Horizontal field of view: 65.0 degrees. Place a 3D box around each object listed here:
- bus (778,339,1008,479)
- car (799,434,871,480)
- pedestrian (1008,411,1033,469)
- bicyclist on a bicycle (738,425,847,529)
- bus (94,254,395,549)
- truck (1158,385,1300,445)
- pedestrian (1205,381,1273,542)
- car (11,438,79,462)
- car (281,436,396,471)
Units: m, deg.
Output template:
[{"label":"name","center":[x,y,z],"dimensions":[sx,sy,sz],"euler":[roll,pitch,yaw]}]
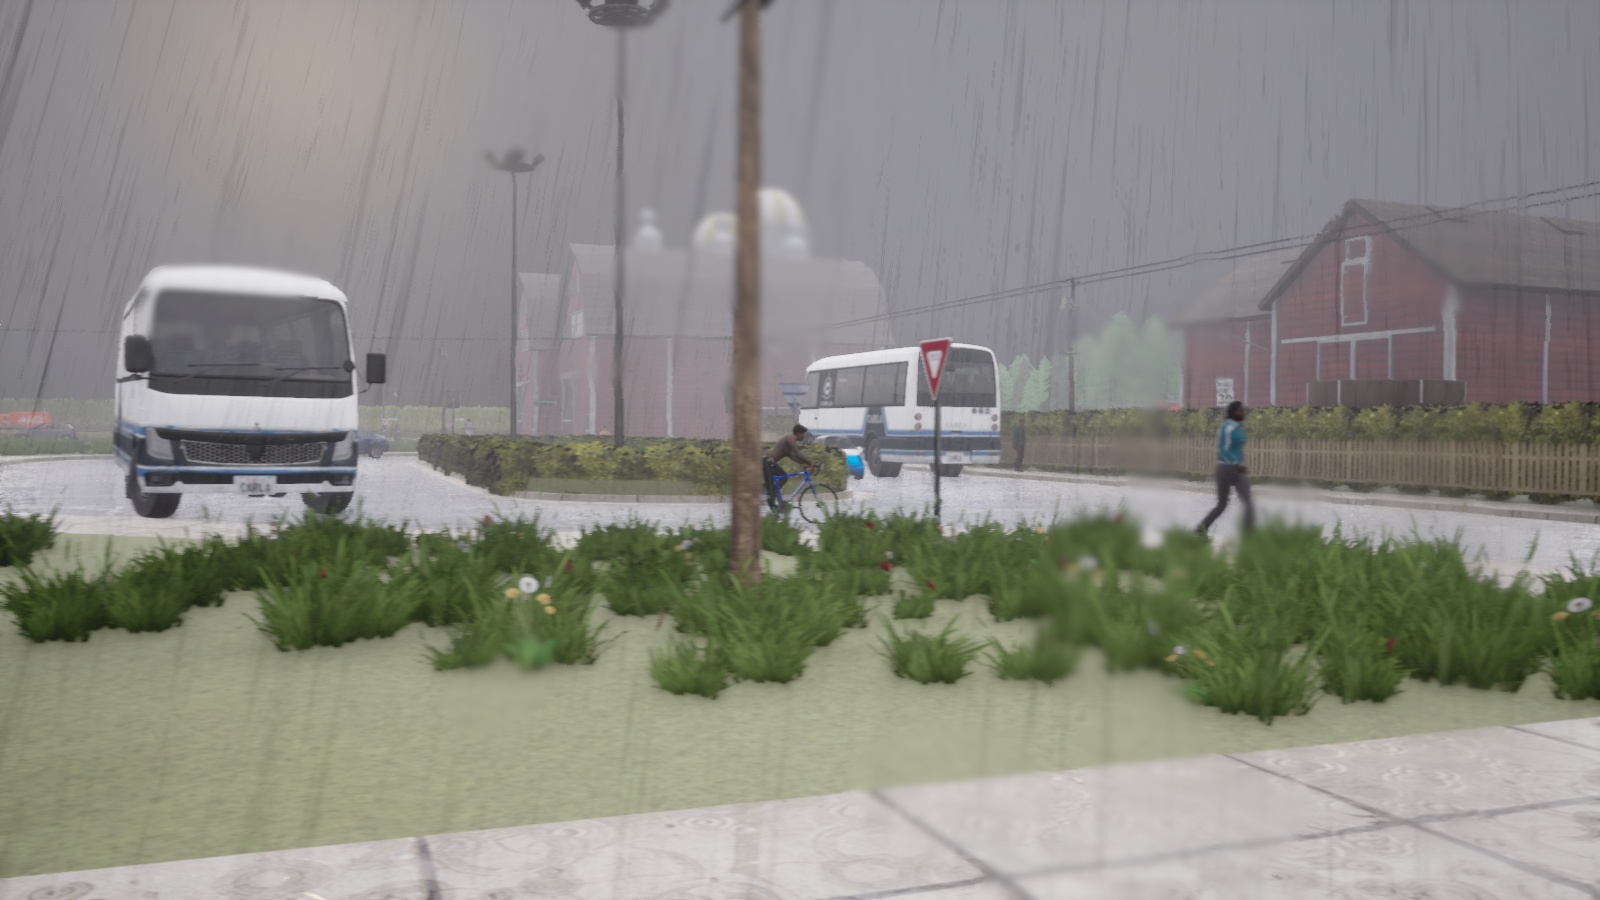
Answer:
[{"label":"bus","center":[2.877,-1.336,43.782],"dimensions":[3.944,4.253,10.273],"euler":[-1,1,-21]},{"label":"car","center":[1.060,0.198,38.835],"dimensions":[1.481,1.376,2.207],"euler":[-1,1,-21]},{"label":"pedestrian","center":[7.497,-0.339,42.681],"dimensions":[0.423,1.949,0.788],"euler":[-1,1,-28]},{"label":"bicyclist on a bicycle","center":[-0.132,0.418,20.210],"dimensions":[1.656,1.620,0.582],"euler":[-1,1,-12]},{"label":"bus","center":[-10.822,-0.845,23.549],"dimensions":[3.944,4.253,10.273],"euler":[0,2,-31]},{"label":"truck","center":[28.585,-2.306,83.910],"dimensions":[8.468,3.827,2.891],"euler":[-1,1,-4]},{"label":"pedestrian","center":[5.408,0.135,15.484],"dimensions":[0.396,1.930,0.692],"euler":[-1,1,-32]},{"label":"car","center":[-50.758,-0.002,84.519],"dimensions":[3.633,1.501,1.845],"euler":[-1,1,-21]},{"label":"car","center":[-20.626,0.130,56.289],"dimensions":[1.812,1.442,4.674],"euler":[0,1,33]}]
